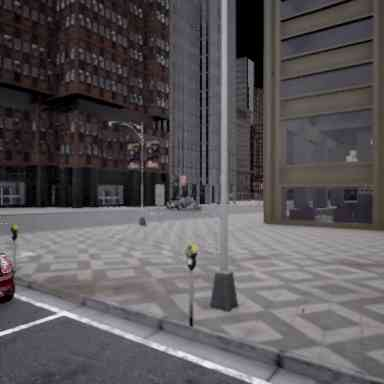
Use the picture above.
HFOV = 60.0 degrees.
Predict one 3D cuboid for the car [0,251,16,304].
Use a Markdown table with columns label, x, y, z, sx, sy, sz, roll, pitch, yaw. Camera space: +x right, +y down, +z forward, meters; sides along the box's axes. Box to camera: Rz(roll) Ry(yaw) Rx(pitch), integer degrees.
| label | x | y | z | sx | sy | sz | roll | pitch | yaw |
| --- | --- | --- | --- | --- | --- | --- | --- | --- | --- |
| car | -5.493 | 1.440 | 6.882 | 4.097 | 1.590 | 1.967 | 0 | 0 | 36 |

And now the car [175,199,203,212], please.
| label | x | y | z | sx | sy | sz | roll | pitch | yaw |
| --- | --- | --- | --- | --- | --- | --- | --- | --- | --- |
| car | -0.114 | 2.169 | 49.216 | 1.994 | 1.385 | 4.181 | 0 | -1 | 35 |

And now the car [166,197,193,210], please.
| label | x | y | z | sx | sy | sz | roll | pitch | yaw |
| --- | --- | --- | --- | --- | --- | --- | --- | --- | --- |
| car | -1.711 | 1.852 | 52.573 | 2.150 | 2.045 | 5.566 | 0 | -1 | 36 |
